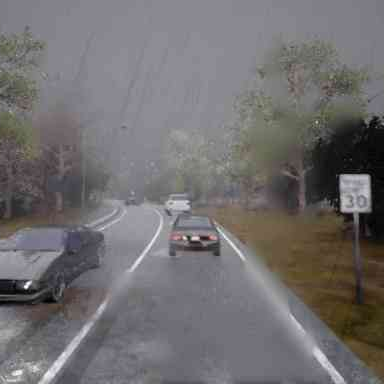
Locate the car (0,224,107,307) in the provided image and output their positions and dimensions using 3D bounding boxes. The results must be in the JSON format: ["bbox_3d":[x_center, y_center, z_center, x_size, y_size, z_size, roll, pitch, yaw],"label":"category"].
[{"bbox_3d":[-3.600,1.550,8.420,2.033,1.411,5.357,0,0,0],"label":"car"}]

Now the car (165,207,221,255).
[{"bbox_3d":[0.059,1.556,13.302,2.033,1.411,5.357,0,0,-1],"label":"car"}]

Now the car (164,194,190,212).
[{"bbox_3d":[-1.554,1.255,33.957,2.150,2.045,5.566,1,0,-9],"label":"car"}]

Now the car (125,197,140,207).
[{"bbox_3d":[-9.179,1.497,51.250,1.994,1.385,4.181,1,0,-16],"label":"car"}]
